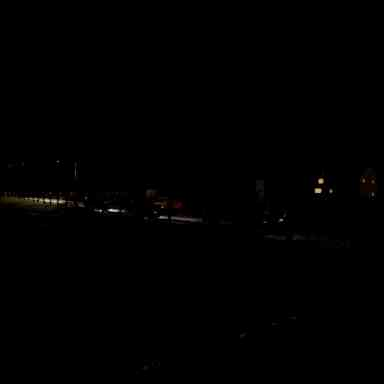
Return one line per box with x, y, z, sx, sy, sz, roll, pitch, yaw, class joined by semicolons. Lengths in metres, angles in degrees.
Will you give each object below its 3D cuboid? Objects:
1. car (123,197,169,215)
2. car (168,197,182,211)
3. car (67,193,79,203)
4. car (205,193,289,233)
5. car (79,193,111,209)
-4.292;1.327;29.241;1.895;1.301;4.718;1;0;-36;car
-2.910;1.216;32.359;1.882;1.535;5.008;1;0;-36;car
-19.211;0.935;54.624;2.128;1.511;4.902;1;0;-36;car
2.987;1.074;19.257;2.150;2.045;5.566;1;0;-35;car
-10.911;1.101;38.304;2.128;1.511;4.902;1;0;-36;car
